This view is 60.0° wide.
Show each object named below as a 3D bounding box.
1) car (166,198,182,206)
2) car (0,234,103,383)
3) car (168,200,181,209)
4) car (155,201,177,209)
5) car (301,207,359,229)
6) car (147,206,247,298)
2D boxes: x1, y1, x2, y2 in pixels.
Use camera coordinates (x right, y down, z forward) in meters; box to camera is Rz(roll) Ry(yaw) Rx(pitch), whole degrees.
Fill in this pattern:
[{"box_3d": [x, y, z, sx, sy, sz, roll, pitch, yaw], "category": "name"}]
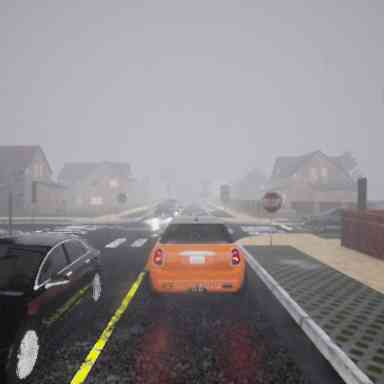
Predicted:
[{"box_3d": [-2.847, 1.719, 44.742, 2.097, 1.767, 4.553, 0, -1, 0], "category": "car"}, {"box_3d": [-2.853, 1.539, 5.428, 1.837, 1.490, 4.892, 0, 0, 0], "category": "car"}, {"box_3d": [-2.843, 2.007, 54.969, 1.812, 1.442, 4.674, 0, -1, 0], "category": "car"}, {"box_3d": [-2.852, 1.866, 34.826, 1.895, 1.301, 4.718, 0, -1, 0], "category": "car"}, {"box_3d": [10.374, 1.763, 22.887, 5.357, 1.411, 2.033, 0, 0, 2], "category": "car"}, {"box_3d": [0.089, 1.407, 8.860, 2.097, 1.767, 4.553, 0, 0, 0], "category": "car"}]
